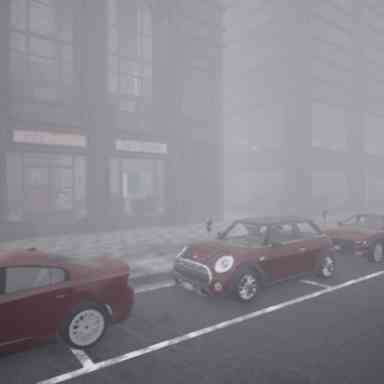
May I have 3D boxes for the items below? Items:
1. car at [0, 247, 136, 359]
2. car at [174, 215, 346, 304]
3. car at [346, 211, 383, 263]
[{"bbox_3d":[-3.015,1.544,4.606,4.507,1.381,1.887,-1,1,-36],"label":"car"},{"bbox_3d":[1.545,1.348,7.893,4.097,1.590,1.967,-1,1,-36],"label":"car"},{"bbox_3d":[6.106,1.360,11.186,4.507,1.381,1.887,-1,1,-36],"label":"car"}]
